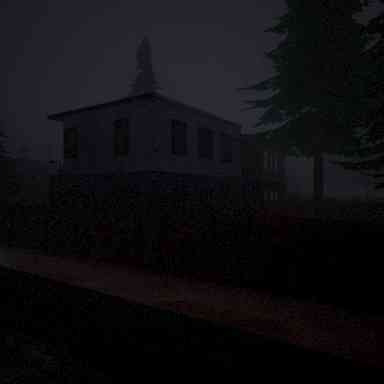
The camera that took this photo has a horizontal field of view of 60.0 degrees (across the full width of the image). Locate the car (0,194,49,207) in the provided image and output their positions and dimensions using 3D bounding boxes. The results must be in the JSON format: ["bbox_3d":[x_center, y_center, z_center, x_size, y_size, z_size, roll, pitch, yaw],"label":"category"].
[{"bbox_3d":[-14.753,1.202,29.594,2.150,2.045,5.566,0,0,27],"label":"car"}]
